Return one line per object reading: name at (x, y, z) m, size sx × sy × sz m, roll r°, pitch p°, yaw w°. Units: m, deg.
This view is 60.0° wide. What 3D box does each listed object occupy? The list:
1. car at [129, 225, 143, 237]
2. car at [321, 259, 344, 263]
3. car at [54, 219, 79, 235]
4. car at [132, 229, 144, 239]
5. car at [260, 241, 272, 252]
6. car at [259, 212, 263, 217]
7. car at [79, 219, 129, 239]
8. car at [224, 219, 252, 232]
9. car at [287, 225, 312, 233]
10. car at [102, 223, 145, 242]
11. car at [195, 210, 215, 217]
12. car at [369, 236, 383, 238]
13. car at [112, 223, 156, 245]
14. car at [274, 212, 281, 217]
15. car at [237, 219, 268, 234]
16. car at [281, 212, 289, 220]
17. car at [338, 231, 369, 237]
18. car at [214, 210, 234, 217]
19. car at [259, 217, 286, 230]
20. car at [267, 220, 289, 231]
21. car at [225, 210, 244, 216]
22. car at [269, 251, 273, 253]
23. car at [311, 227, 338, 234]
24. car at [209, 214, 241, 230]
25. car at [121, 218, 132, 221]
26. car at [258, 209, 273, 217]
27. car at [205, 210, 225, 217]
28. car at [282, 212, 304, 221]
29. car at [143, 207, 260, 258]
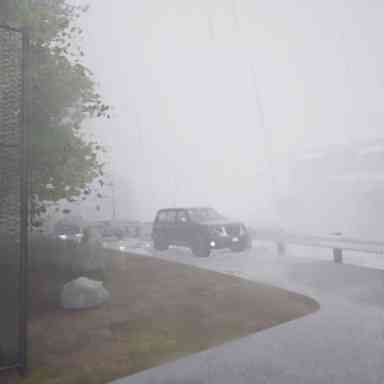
car at (-4.804, 4.673, 34.907) m, size 2.185 × 1.767 × 4.553 m, roll -1°, pitch 1°, yaw 36°
car at (7.003, 4.545, 17.370) m, size 2.435 × 2.045 × 5.566 m, roll -1°, pitch 0°, yaw 36°
car at (-13.293, 3.673, 35.351) m, size 1.837 × 1.490 × 4.892 m, roll 0°, pitch -4°, yaw -33°
car at (-3.115, 4.672, 32.395) m, size 2.185 × 1.767 × 4.553 m, roll -1°, pitch 0°, yaw 36°
car at (3.600, 4.546, 22.346) m, size 2.435 × 2.045 × 5.566 m, roll 0°, pitch 1°, yaw 36°
car at (11.656, 5.498, 70.455) m, size 5.366 × 1.575 × 1.946 m, roll 2°, pitch -1°, yaw 36°
car at (-6.829, 2.945, 25.564) m, size 1.895 × 1.301 × 4.718 m, roll 0°, pitch -4°, yaw -34°
car at (6.711, 4.782, 48.233) m, size 2.002 × 1.452 × 4.674 m, roll 0°, pitch -1°, yaw 36°
car at (13.290, 4.743, 38.402) m, size 2.231 × 1.521 × 4.892 m, roll 1°, pitch 0°, yaw 36°
car at (-8.147, 4.799, 39.953) m, size 2.231 × 1.521 × 4.892 m, roll -1°, pitch 0°, yaw 36°
car at (3.318, 5.607, 86.940) m, size 4.892 × 1.521 × 2.231 m, roll 0°, pitch -2°, yaw 36°
car at (18.329, 4.740, 31.172) m, size 1.946 × 1.575 × 5.366 m, roll 0°, pitch -1°, yaw 36°
car at (-6.442, 4.672, 37.466) m, size 2.185 × 1.767 × 4.553 m, roll 0°, pitch 1°, yaw 36°
car at (16.489, 5.722, 73.967) m, size 4.674 × 1.452 × 2.002 m, roll 2°, pitch 0°, yaw 36°
car at (8.360, 4.743, 45.778) m, size 2.231 × 1.521 × 4.892 m, roll 1°, pitch 0°, yaw 36°
car at (18.989, 5.767, 75.670) m, size 5.008 × 1.535 × 2.097 m, roll 2°, pitch 0°, yaw 36°
car at (16.575, 4.742, 33.483) m, size 2.097 × 1.535 × 5.008 m, roll 1°, pitch 0°, yaw 36°
car at (8.757, 5.788, 90.883) m, size 5.366 × 1.575 × 1.946 m, roll 0°, pitch -2°, yaw 35°
car at (10.023, 4.617, 43.340) m, size 2.185 × 1.767 × 4.553 m, roll 1°, pitch 0°, yaw 36°
car at (11.544, 4.737, 40.703) m, size 1.946 × 1.575 × 5.366 m, roll 1°, pitch 0°, yaw 36°
car at (11.731, 5.912, 92.689) m, size 4.792 × 1.488 × 2.163 m, roll 0°, pitch -2°, yaw 35°
car at (5.319, 4.798, 19.861) m, size 2.231 × 1.521 × 4.892 m, roll 0°, pitch 1°, yaw 36°
car at (14.948, 4.772, 35.963) m, size 2.163 × 1.488 × 4.792 m, roll 0°, pitch -1°, yaw 36°
car at (5.078, 4.492, 50.721) m, size 2.435 × 2.045 × 5.566 m, roll 0°, pitch -1°, yaw 36°
car at (-9.833, 4.547, 42.439) m, size 2.435 × 2.045 × 5.566 m, roll 0°, pitch 1°, yaw 36°
car at (14.033, 5.342, 72.258) m, size 5.566 × 2.045 × 2.435 m, roll 2°, pitch -1°, yaw 36°
car at (6.120, 5.700, 88.853) m, size 4.892 × 1.521 × 2.231 m, roll 0°, pitch -2°, yaw 35°
car at (23.939, 5.803, 79.096) m, size 4.553 × 1.767 × 2.185 m, roll 2°, pitch -1°, yaw 36°
car at (0.133, 1.682, 15.055) m, size 2.150 × 2.045 × 5.566 m, roll 0°, pitch -4°, yaw -34°
